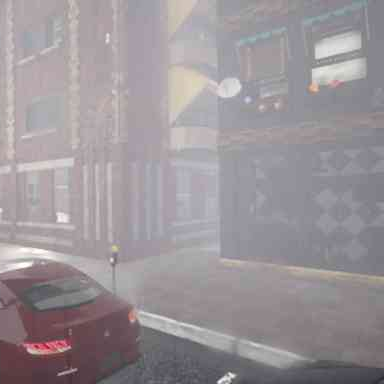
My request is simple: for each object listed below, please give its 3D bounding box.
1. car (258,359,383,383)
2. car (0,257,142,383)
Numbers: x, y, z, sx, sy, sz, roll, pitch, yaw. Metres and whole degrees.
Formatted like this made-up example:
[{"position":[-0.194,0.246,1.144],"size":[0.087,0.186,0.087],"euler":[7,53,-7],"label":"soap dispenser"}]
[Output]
[{"position":[2.070,1.562,1.372],"size":[4.313,1.339,1.947],"euler":[0,-1,35],"label":"car"},{"position":[-2.538,1.599,4.653],"size":[4.206,1.307,1.802],"euler":[0,-1,35],"label":"car"}]
